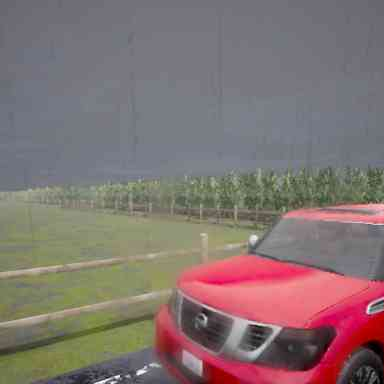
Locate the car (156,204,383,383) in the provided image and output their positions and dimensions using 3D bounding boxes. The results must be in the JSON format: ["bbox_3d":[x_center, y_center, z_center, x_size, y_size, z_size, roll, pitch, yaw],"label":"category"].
[{"bbox_3d":[2.251,1.223,4.675,5.566,2.045,2.150,0,0,-35],"label":"car"}]
